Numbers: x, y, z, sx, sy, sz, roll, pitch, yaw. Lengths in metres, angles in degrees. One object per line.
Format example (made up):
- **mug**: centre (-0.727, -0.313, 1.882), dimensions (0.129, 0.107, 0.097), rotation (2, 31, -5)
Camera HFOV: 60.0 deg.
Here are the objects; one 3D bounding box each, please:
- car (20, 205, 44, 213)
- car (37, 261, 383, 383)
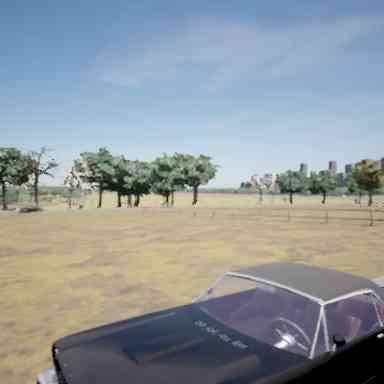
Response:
- **car**: centre (-34.319, 3.588, 71.272), dimensions (4.553, 1.767, 2.097), rotation (0, 0, -35)
- **car**: centre (0.924, 1.598, 3.720), dimensions (4.718, 1.301, 1.895), rotation (0, 0, -35)
